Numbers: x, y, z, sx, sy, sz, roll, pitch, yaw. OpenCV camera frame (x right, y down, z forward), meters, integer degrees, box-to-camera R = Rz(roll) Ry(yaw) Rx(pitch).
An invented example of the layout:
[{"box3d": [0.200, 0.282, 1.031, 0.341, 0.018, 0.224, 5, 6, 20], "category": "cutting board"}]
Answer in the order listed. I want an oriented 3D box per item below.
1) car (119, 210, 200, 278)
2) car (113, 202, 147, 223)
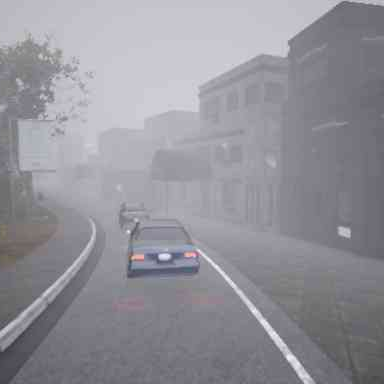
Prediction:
[{"box3d": [-1.006, 1.514, 10.094, 2.033, 1.411, 5.357, -1, 0, -9], "category": "car"}, {"box3d": [-4.011, 1.377, 21.845, 2.128, 1.511, 4.902, -1, 1, -18], "category": "car"}]
